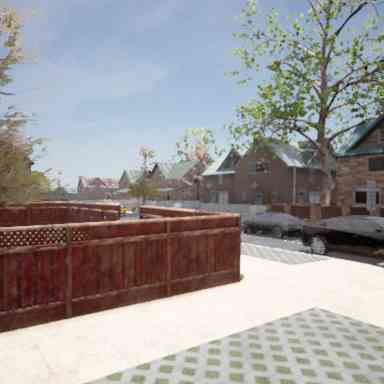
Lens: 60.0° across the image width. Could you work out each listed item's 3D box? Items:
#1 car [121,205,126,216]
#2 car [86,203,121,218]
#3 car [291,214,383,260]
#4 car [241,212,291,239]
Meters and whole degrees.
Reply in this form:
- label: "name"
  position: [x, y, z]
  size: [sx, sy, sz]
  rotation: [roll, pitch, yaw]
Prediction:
- label: "car"
  position: [-9.458, 1.998, 39.144]
  size: [1.882, 1.535, 5.008]
  rotation: [2, -2, -35]
- label: "car"
  position: [-9.244, 1.986, 33.680]
  size: [1.895, 1.301, 4.718]
  rotation: [2, -2, -35]
- label: "car"
  position: [6.183, 1.566, 11.464]
  size: [1.882, 1.535, 5.008]
  rotation: [2, -2, -35]
- label: "car"
  position: [4.458, 1.807, 19.113]
  size: [1.994, 1.385, 4.181]
  rotation: [2, -2, -35]
